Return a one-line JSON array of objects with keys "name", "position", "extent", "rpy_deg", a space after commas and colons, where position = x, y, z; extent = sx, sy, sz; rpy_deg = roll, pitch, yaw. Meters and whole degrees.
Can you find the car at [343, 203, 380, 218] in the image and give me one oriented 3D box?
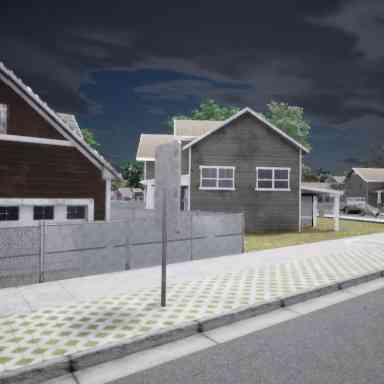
[{"name": "car", "position": [18.905, 2.031, 37.242], "extent": [2.128, 1.511, 4.902], "rpy_deg": [1, -1, -5]}]
